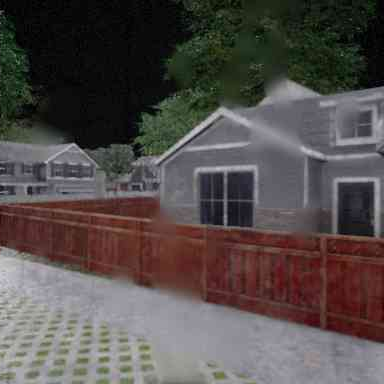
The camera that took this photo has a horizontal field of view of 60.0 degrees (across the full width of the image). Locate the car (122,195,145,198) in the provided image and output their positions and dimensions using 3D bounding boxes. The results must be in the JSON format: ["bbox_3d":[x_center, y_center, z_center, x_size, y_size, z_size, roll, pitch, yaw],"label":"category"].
[{"bbox_3d":[-5.566,1.049,30.837,1.837,1.490,4.892,0,1,35],"label":"car"}]

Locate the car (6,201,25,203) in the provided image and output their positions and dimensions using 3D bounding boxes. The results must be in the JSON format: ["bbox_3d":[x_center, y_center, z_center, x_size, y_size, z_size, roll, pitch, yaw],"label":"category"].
[{"bbox_3d":[-11.758,1.301,21.952,1.994,1.385,4.181,0,1,35],"label":"car"}]
